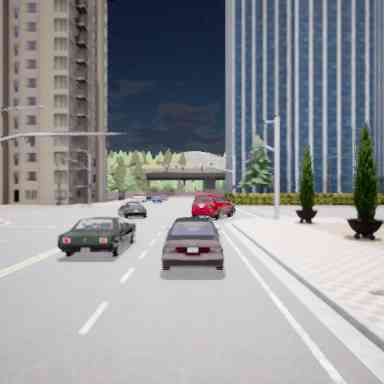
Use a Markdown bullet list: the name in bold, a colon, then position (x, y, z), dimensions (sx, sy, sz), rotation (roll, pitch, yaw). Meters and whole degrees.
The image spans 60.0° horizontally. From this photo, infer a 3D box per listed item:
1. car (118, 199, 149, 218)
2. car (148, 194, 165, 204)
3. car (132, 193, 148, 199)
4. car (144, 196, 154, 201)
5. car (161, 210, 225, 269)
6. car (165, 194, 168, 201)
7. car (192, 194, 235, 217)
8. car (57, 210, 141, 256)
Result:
- **car**: position (-5.496, 1.568, 30.108), dimensions (1.994, 1.385, 4.181), rotation (0, 0, -22)
- **car**: position (-7.002, 1.486, 66.725), dimensions (1.882, 1.535, 5.008), rotation (0, 0, 0)
- **car**: position (-10.499, 1.230, 66.632), dimensions (2.150, 2.045, 5.566), rotation (0, 0, 0)
- **car**: position (-10.493, 1.594, 82.197), dimensions (1.895, 1.301, 4.718), rotation (0, 0, 0)
- **car**: position (0.046, 1.549, 11.120), dimensions (2.033, 1.411, 5.357), rotation (0, 0, 1)
- **car**: position (-6.994, 1.355, 81.958), dimensions (2.097, 1.767, 4.553), rotation (0, 0, 0)
- **car**: position (1.895, 1.227, 28.268), dimensions (2.150, 2.045, 5.566), rotation (-1, 0, 25)
- **car**: position (-3.438, 1.602, 13.035), dimensions (1.895, 1.301, 4.718), rotation (0, 0, 0)
